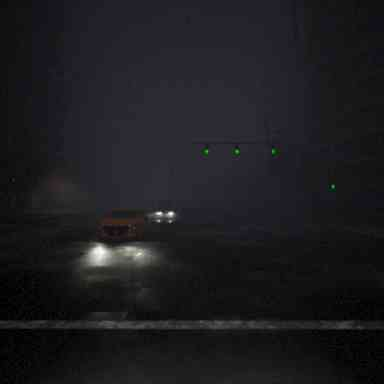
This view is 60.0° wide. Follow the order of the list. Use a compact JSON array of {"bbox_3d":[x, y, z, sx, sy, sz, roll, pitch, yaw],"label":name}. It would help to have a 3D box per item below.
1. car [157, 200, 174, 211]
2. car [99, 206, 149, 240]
[{"bbox_3d":[-3.450,1.725,43.505,1.895,1.301,4.718,0,0,0],"label":"car"},{"bbox_3d":[-3.479,1.569,17.674,1.882,1.535,5.008,0,0,0],"label":"car"}]
